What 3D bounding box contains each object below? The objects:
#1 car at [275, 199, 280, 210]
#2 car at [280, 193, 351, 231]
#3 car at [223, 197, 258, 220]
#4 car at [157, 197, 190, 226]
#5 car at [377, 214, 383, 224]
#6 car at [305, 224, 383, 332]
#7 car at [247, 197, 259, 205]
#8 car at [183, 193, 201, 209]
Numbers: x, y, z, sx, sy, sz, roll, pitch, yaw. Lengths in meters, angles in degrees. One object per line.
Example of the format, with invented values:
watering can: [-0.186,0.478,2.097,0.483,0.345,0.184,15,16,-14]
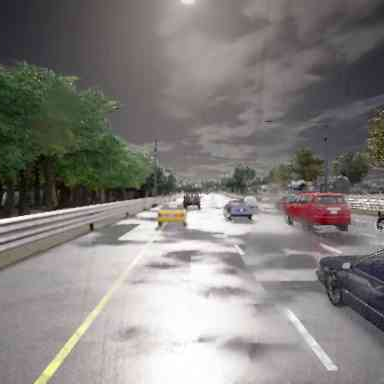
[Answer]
car: [10.591,1.210,36.356,2.097,1.767,4.553,0,0,0]
car: [7.096,1.088,19.300,2.150,2.045,5.566,0,0,0]
car: [3.594,1.404,26.643,2.033,1.411,5.357,0,0,0]
car: [-1.230,1.319,22.010,1.801,1.575,5.366,0,0,0]
car: [10.597,1.369,15.473,2.128,1.511,4.902,0,0,0]
car: [3.599,1.498,4.724,2.033,1.411,5.357,0,1,0]
car: [7.095,1.404,41.762,1.812,1.442,4.674,0,0,0]
car: [0.018,1.107,43.253,2.150,2.045,5.566,0,0,0]
